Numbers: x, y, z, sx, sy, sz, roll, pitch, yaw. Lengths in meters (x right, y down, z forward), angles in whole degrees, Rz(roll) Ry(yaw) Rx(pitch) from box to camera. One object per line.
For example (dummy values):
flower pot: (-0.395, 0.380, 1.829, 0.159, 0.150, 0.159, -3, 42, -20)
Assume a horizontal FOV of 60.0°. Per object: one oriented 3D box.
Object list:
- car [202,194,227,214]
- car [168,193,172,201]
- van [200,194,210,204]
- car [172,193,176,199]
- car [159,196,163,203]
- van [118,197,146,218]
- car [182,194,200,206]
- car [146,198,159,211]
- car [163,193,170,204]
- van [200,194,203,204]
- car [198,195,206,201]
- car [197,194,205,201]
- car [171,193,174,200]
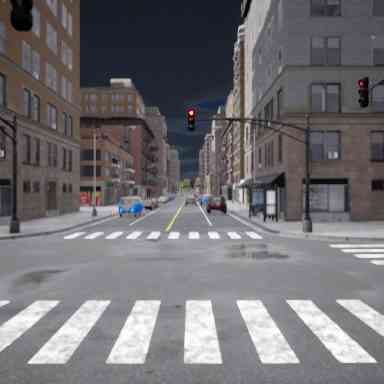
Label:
car: (2.560, 1.292, 35.432, 2.192, 1.841, 5.009, 0, 0, 0)
car: (-5.678, 1.505, 67.834, 2.008, 1.369, 4.403, 0, 0, 0)
van: (2.422, 1.299, 62.464, 1.690, 1.788, 3.998, 0, 0, 0)
car: (-5.721, 1.261, 78.646, 2.192, 1.841, 5.009, 0, 0, 0)
car: (-5.593, 1.515, 46.209, 1.887, 1.381, 4.507, 0, 0, 0)
van: (-5.530, 1.322, 29.991, 1.690, 1.788, 3.998, 0, 0, 0)
car: (-0.175, 1.455, 55.132, 2.128, 1.511, 4.902, 0, 0, 0)
car: (-5.572, 1.540, 40.803, 1.947, 1.339, 4.313, 0, 0, 0)
car: (-5.656, 1.484, 62.259, 1.752, 1.417, 4.829, 0, 0, 0)
van: (2.477, 1.307, 51.651, 1.690, 1.788, 3.998, 0, 0, 0)
car: (2.338, 1.472, 78.852, 1.752, 1.417, 4.829, 0, 0, 0)
car: (2.311, 1.383, 84.087, 1.967, 1.590, 4.097, 0, 0, 0)
car: (-5.700, 1.516, 73.240, 1.947, 1.339, 4.313, 0, 0, 0)
